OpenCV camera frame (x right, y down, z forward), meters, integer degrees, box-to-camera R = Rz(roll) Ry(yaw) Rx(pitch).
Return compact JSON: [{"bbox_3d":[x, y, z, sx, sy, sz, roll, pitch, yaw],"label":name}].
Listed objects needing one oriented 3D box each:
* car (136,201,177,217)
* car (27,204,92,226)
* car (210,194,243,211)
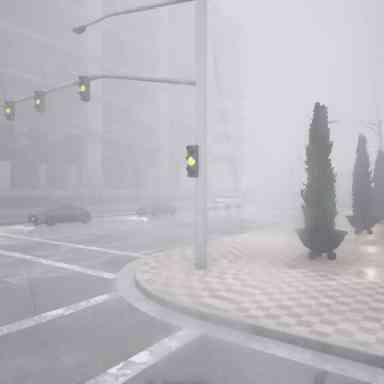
[{"bbox_3d":[-3.310,1.564,31.331,1.994,1.385,4.181,0,0,36],"label":"car"},{"bbox_3d":[-9.162,1.564,23.249,1.994,1.385,4.181,0,0,36],"label":"car"},{"bbox_3d":[4.401,1.222,41.972,2.150,2.045,5.566,0,0,35],"label":"car"}]
